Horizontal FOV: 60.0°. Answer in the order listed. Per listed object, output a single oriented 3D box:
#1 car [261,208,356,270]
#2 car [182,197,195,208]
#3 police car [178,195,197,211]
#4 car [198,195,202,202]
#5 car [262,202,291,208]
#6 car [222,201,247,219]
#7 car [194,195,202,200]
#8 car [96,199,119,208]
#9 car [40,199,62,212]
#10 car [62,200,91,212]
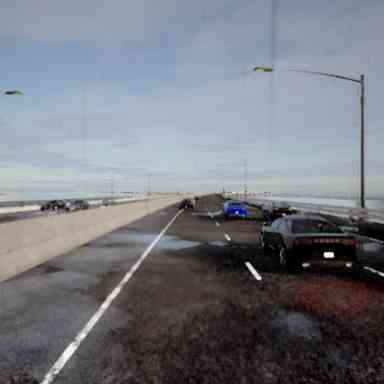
[{"bbox_3d":[3.633,1.518,11.269,1.882,1.535,5.008,0,0,0],"label":"car"},{"bbox_3d":[-0.524,1.643,52.896,1.882,1.535,5.008,0,0,1],"label":"car"},{"bbox_3d":[-0.699,1.564,43.023,1.930,1.638,5.238,0,0,1],"label":"police car"},{"bbox_3d":[1.107,1.603,77.554,2.128,1.511,4.902,0,0,2],"label":"car"},{"bbox_3d":[7.265,1.587,28.616,2.128,1.511,4.902,0,0,1],"label":"car"},{"bbox_3d":[3.782,1.578,30.191,1.882,1.535,5.008,0,0,1],"label":"car"},{"bbox_3d":[1.643,1.599,94.695,2.128,1.511,4.902,0,0,2],"label":"car"},{"bbox_3d":[-10.266,1.622,40.774,2.128,1.511,4.902,0,0,1],"label":"car"},{"bbox_3d":[-17.248,1.640,41.622,1.837,1.490,4.892,0,-1,1],"label":"car"},{"bbox_3d":[-13.768,1.657,40.690,1.812,1.442,4.674,0,0,1],"label":"car"}]
